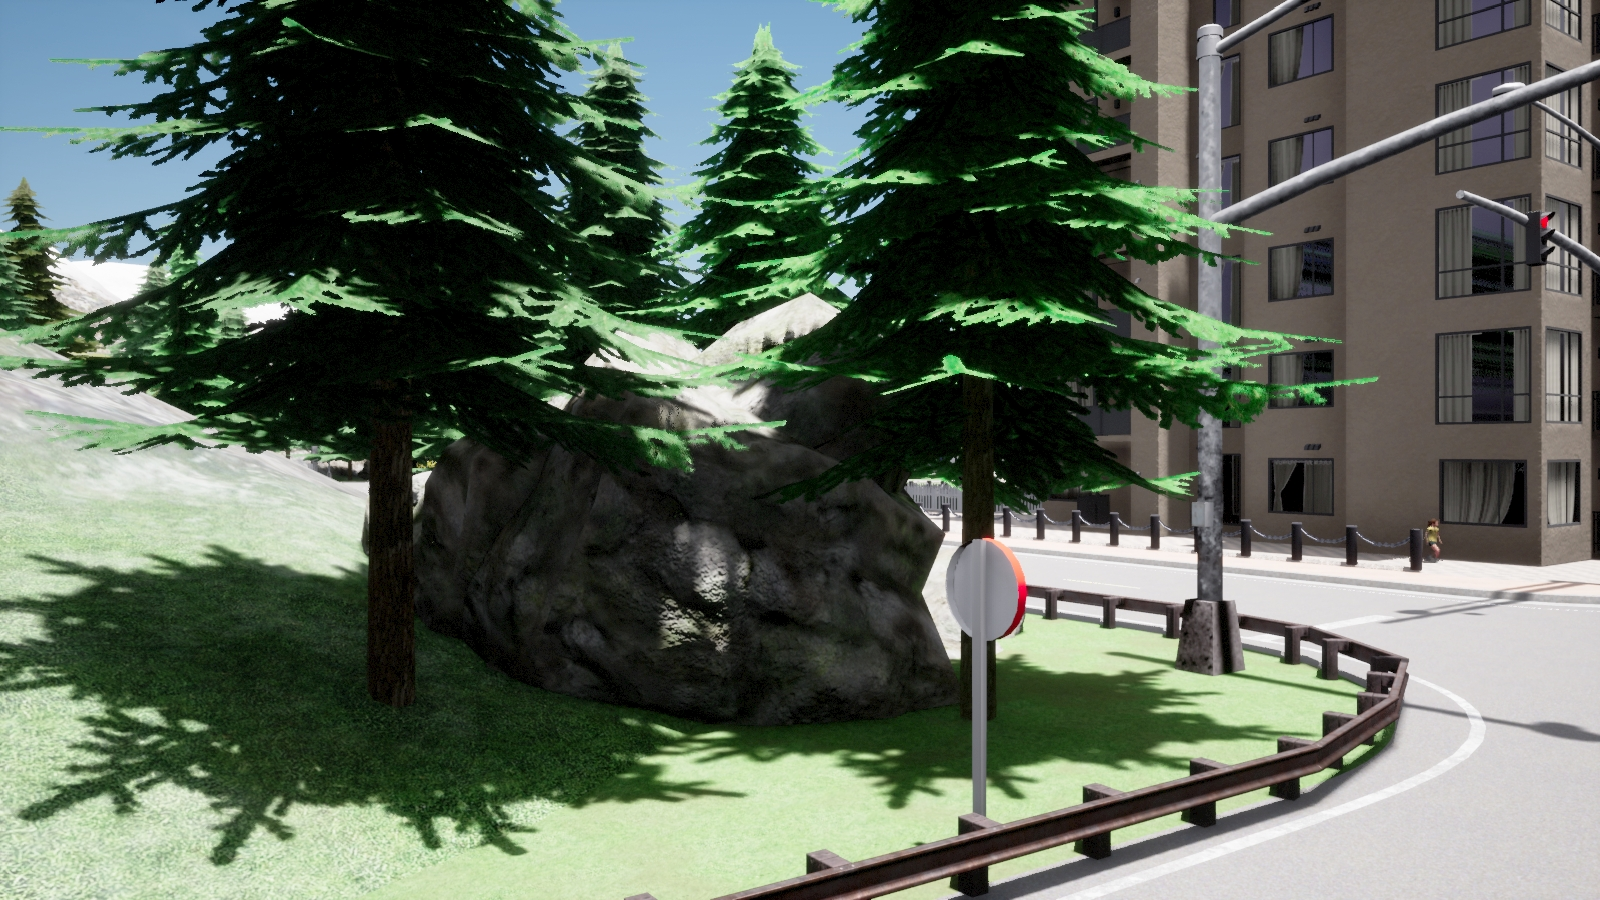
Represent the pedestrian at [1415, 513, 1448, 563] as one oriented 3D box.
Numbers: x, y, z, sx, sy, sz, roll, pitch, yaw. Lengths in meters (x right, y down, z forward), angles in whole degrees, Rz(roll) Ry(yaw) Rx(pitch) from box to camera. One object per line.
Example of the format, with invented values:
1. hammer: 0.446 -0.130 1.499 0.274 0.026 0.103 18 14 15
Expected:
1. pedestrian: 14.692 2.040 26.578 0.500 1.100 0.500 0 0 -33
